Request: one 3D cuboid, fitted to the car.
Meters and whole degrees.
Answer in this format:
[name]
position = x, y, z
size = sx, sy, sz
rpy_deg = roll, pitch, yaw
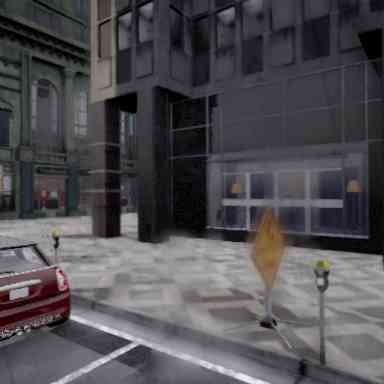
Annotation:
[car]
position = -4.023, 1.468, 5.834
size = 4.097, 1.590, 1.967
rpy_deg = 0, 0, 35
